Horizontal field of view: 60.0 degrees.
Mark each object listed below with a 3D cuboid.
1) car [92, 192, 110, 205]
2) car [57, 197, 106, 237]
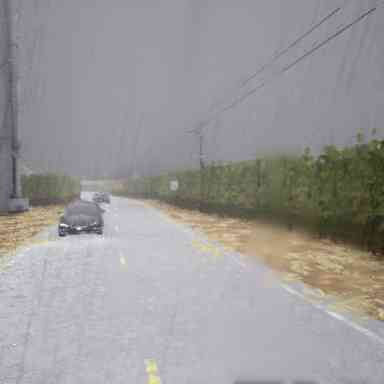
[{"bbox_3d":[-11.064,0.730,40.248,1.994,1.385,4.181,-1,1,-17],"label":"car"},{"bbox_3d":[-5.362,1.241,16.414,1.837,1.490,4.892,-1,2,-14],"label":"car"}]
